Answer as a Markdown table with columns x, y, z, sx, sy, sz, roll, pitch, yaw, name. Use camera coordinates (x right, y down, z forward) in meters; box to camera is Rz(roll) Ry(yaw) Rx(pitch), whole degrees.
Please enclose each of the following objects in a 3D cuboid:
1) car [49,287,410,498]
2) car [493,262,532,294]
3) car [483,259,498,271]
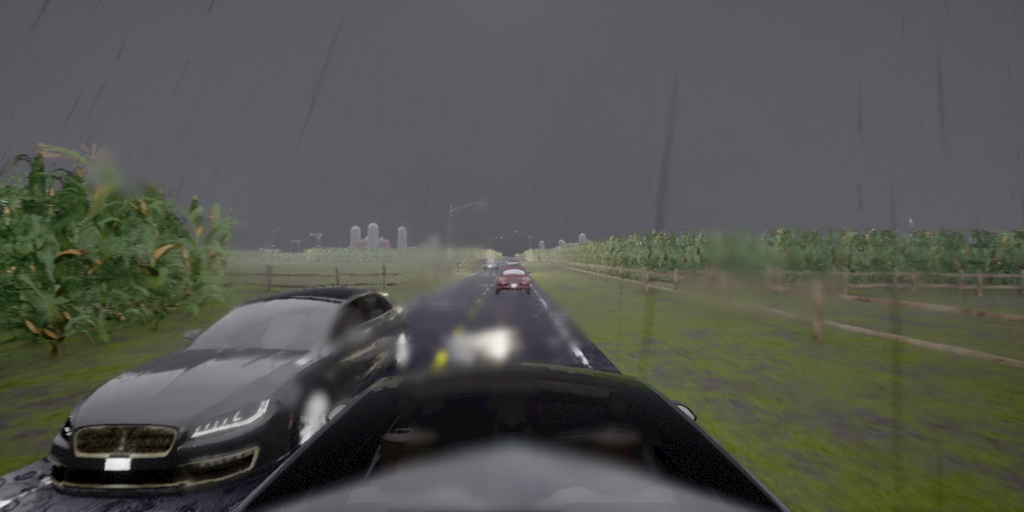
| x | y | z | sx | sy | sz | roll | pitch | yaw | name |
| --- | --- | --- | --- | --- | --- | --- | --- | --- | --- |
| -2.849 | 1.255 | 5.020 | 1.837 | 1.490 | 4.892 | 0 | 0 | 0 | car |
| 0.099 | 1.272 | 19.908 | 1.812 | 1.442 | 4.674 | 0 | 0 | 0 | car |
| -2.822 | 1.217 | 48.912 | 2.128 | 1.511 | 4.902 | 0 | 0 | 1 | car |
